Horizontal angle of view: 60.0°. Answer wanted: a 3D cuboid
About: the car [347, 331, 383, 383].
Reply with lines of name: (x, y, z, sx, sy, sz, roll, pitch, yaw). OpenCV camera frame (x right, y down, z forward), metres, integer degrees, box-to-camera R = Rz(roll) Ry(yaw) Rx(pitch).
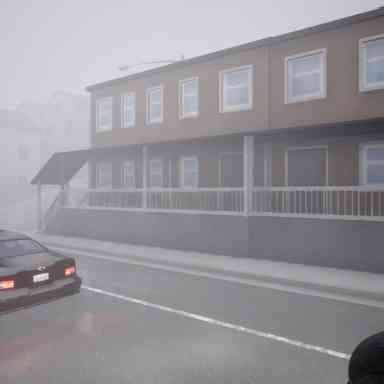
car: (3.438, 1.478, 1.536, 5.008, 1.535, 1.882, 0, 0, 35)

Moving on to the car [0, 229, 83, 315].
car: (-4.687, 1.547, 7.306, 5.357, 1.411, 2.033, 0, 0, 36)
